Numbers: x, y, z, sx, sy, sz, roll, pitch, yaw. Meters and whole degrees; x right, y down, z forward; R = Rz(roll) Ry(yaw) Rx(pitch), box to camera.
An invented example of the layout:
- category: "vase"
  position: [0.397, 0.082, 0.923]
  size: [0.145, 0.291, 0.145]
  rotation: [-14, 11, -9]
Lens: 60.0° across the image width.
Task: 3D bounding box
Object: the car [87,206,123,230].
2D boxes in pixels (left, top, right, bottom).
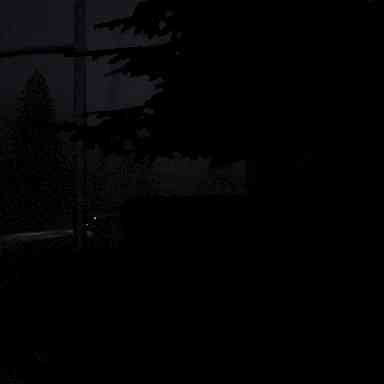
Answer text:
- category: "car"
  position: [-4.909, 1.586, 21.312]
  size: [1.895, 1.301, 4.718]
  rotation: [0, 0, 36]
